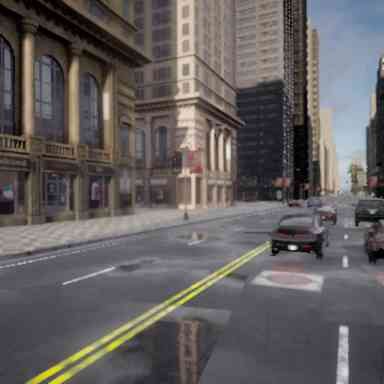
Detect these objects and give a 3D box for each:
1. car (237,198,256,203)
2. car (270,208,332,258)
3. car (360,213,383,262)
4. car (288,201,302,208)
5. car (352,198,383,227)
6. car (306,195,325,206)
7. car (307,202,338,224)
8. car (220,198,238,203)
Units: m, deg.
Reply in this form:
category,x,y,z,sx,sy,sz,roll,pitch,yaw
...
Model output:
category,x,y,z,sx,sy,sz,roll,pitch,yaw
car,15.282,2.346,90.902,4.507,1.381,1.887,0,0,25
car,4.468,1.647,13.541,1.837,1.490,4.892,0,0,25
car,7.415,1.687,12.172,1.994,1.385,4.181,0,-1,25
car,18.197,2.200,58.632,1.895,1.301,4.718,0,-1,26
car,13.340,1.476,24.944,2.150,2.045,5.566,0,0,25
car,21.003,1.800,56.969,2.150,2.045,5.566,0,-1,26
car,10.963,1.805,27.509,1.812,1.442,4.674,0,0,25
car,10.322,2.311,93.172,4.829,1.417,1.752,0,0,25
